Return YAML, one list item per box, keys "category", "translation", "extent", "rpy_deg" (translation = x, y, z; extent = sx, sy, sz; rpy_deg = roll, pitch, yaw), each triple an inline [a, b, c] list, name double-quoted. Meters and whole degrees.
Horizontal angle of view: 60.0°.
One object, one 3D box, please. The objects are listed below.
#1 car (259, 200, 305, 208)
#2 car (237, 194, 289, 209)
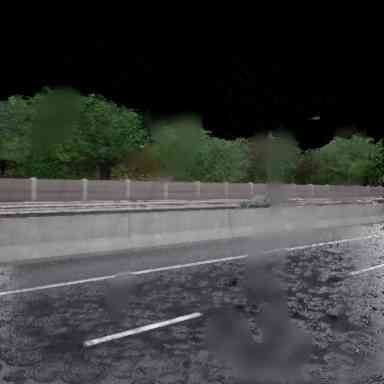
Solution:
- category: "car"
  translation: [7.796, 1.567, 26.707]
  extent: [4.181, 1.385, 1.994]
  rpy_deg: [0, 0, -35]
- category: "car"
  translation: [6.665, 1.227, 30.174]
  extent: [5.566, 2.045, 2.150]
  rpy_deg: [1, 0, -35]
